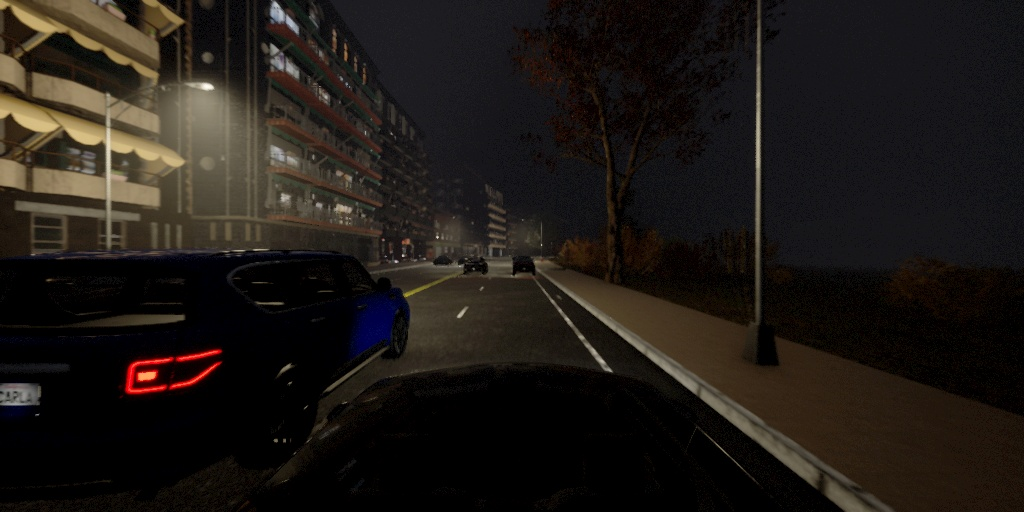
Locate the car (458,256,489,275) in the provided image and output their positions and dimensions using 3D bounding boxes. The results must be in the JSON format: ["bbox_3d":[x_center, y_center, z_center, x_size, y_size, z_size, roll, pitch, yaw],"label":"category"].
[{"bbox_3d":[-3.146,0.819,31.901,2.128,1.511,4.902,0,1,0],"label":"car"}]

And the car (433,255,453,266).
[{"bbox_3d":[-9.566,0.628,50.111,2.033,1.411,5.357,0,1,2],"label":"car"}]

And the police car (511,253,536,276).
[{"bbox_3d":[0.977,0.770,30.674,1.930,1.638,5.238,0,1,0],"label":"police car"}]

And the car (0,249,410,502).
[{"bbox_3d":[-3.150,0.926,4.960,2.150,2.045,5.566,0,1,0],"label":"car"}]

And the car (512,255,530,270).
[{"bbox_3d":[0.997,0.687,40.508,1.882,1.535,5.008,0,1,1],"label":"car"}]

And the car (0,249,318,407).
[{"bbox_3d":[-6.600,0.890,7.411,2.150,2.045,5.566,0,1,0],"label":"car"}]
